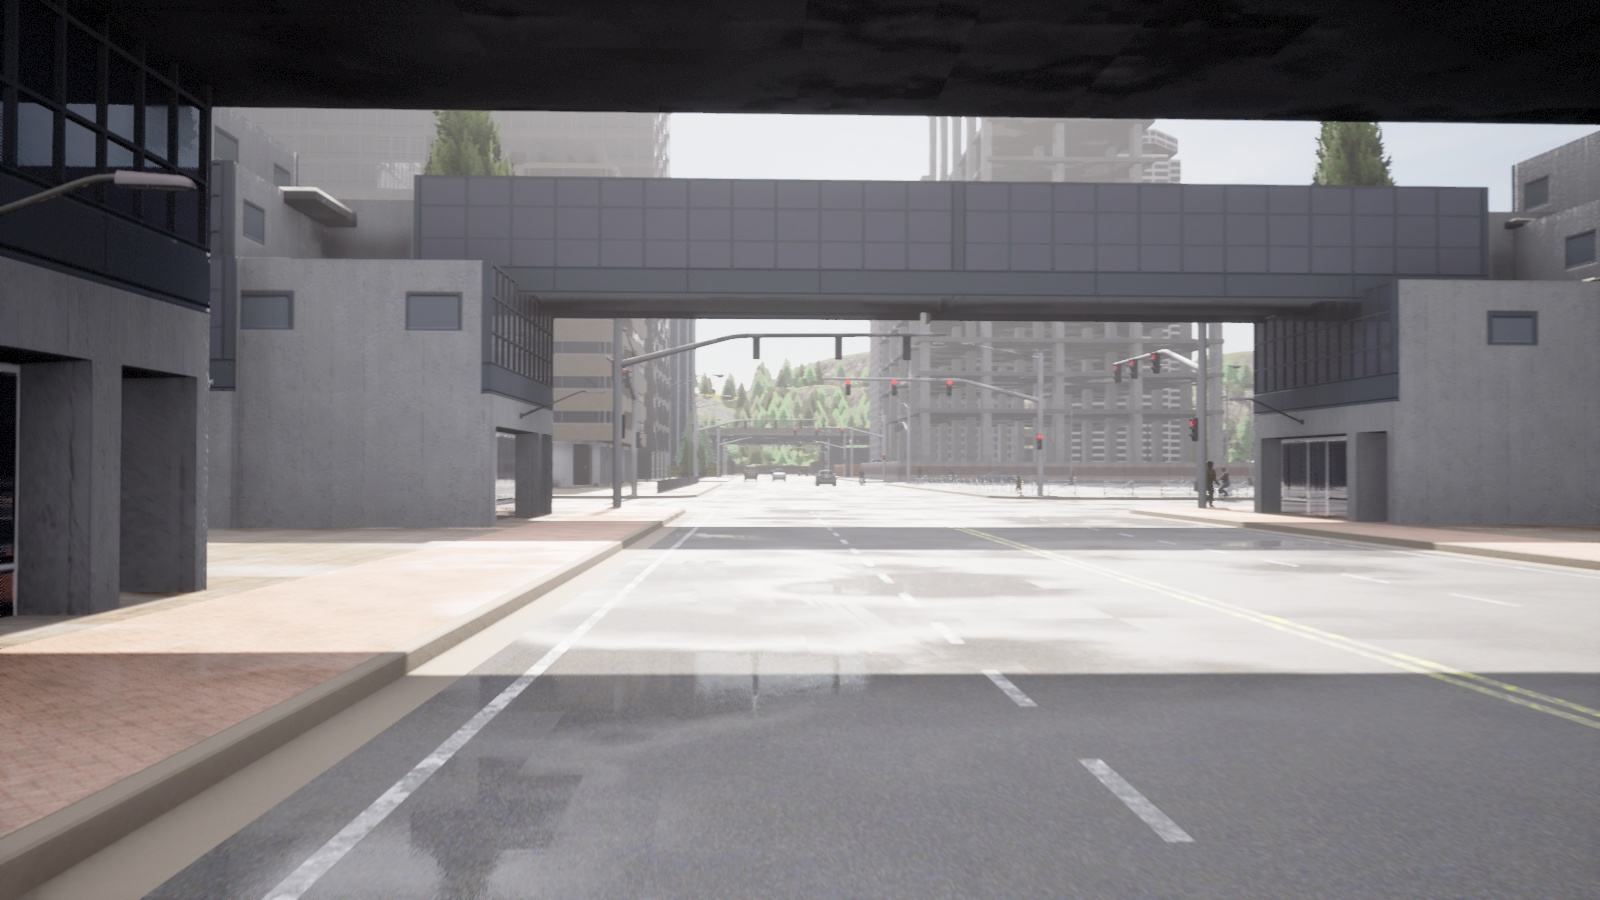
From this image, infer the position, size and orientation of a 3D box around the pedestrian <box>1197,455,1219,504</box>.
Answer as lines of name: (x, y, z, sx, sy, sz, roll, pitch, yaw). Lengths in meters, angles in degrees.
pedestrian: (15.540, 1.125, 47.844, 0.431, 1.840, 0.709, 0, -1, -27)
